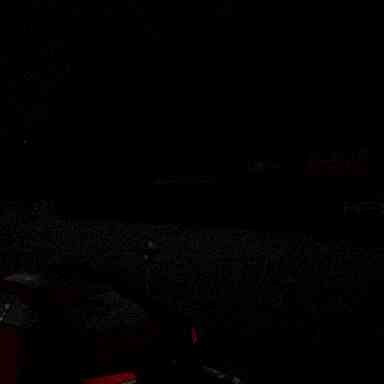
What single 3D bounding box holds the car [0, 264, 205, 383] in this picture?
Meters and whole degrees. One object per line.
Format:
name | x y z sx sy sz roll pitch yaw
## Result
car | -1.810 1.581 4.093 4.206 1.307 1.802 0 1 36
